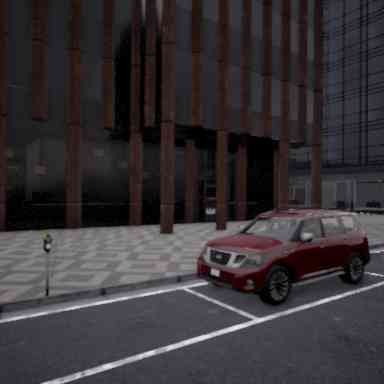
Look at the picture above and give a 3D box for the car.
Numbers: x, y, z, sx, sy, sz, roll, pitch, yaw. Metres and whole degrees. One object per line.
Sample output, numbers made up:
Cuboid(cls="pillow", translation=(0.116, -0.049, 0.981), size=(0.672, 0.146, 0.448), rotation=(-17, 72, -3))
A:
Cuboid(cls="car", translation=(2.543, 1.406, 8.459), size=(5.009, 1.841, 2.192), rotation=(1, -1, -35))
